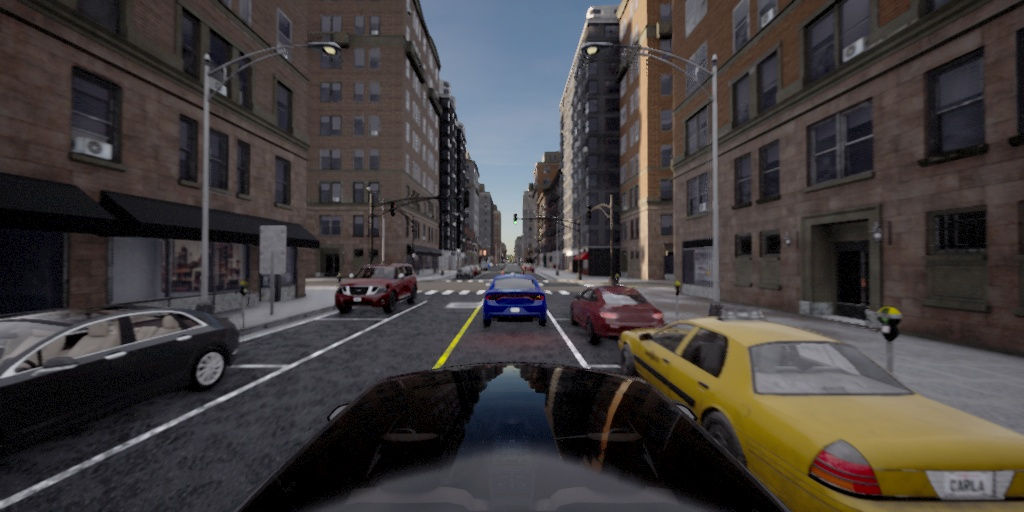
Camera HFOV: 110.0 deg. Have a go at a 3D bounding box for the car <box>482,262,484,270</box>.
[{"bbox_3d":[-5.450,1.903,52.224,1.751,1.417,4.829,0,0,0],"label":"car"}]

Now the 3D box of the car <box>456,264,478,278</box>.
[{"bbox_3d":[-5.437,1.795,41.487,2.007,1.370,4.403,0,0,0],"label":"car"}]

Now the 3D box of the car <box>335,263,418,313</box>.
[{"bbox_3d":[-5.403,1.231,15.025,2.192,1.841,5.009,0,0,0],"label":"car"}]

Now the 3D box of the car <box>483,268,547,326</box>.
[{"bbox_3d":[0.084,1.360,12.326,1.882,1.535,5.008,0,-1,0],"label":"car"}]

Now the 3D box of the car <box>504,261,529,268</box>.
[{"bbox_3d":[0.070,1.469,30.542,2.097,1.767,4.553,0,-1,0],"label":"car"}]

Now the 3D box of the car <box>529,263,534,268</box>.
[{"bbox_3d":[2.568,1.883,57.851,1.967,1.591,4.097,0,0,0],"label":"car"}]

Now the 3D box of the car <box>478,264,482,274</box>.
[{"bbox_3d":[-5.444,1.856,46.941,1.888,1.381,4.507,0,0,0],"label":"car"}]

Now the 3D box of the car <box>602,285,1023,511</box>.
[{"bbox_3d":[2.636,1.307,4.372,1.751,1.417,4.829,0,0,0],"label":"car"}]

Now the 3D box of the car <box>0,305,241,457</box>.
[{"bbox_3d":[-5.389,1.332,4.201,2.007,1.370,4.403,0,0,0],"label":"car"}]

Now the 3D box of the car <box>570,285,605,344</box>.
[{"bbox_3d":[2.629,1.430,9.614,1.802,1.307,4.207,0,0,0],"label":"car"}]
